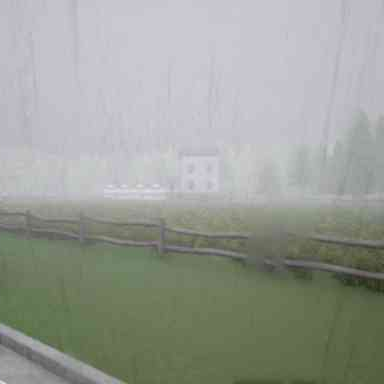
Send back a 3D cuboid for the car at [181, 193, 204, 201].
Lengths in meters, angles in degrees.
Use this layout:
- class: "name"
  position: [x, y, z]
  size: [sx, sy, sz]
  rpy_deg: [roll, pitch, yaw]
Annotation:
- class: "car"
  position: [0.121, 1.075, 65.984]
  size: [4.605, 1.855, 1.932]
  rpy_deg: [0, 0, 35]
